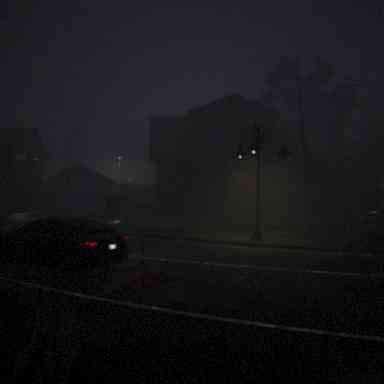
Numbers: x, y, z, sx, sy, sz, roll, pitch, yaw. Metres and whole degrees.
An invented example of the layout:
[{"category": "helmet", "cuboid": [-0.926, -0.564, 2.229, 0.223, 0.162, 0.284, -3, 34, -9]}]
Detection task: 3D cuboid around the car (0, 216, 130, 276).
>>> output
[{"category": "car", "cuboid": [-3.901, 1.399, 9.774, 4.181, 1.385, 1.994, 1, 1, 26]}]
